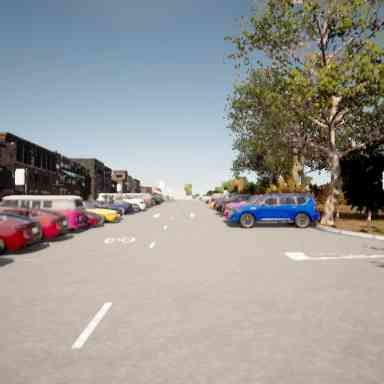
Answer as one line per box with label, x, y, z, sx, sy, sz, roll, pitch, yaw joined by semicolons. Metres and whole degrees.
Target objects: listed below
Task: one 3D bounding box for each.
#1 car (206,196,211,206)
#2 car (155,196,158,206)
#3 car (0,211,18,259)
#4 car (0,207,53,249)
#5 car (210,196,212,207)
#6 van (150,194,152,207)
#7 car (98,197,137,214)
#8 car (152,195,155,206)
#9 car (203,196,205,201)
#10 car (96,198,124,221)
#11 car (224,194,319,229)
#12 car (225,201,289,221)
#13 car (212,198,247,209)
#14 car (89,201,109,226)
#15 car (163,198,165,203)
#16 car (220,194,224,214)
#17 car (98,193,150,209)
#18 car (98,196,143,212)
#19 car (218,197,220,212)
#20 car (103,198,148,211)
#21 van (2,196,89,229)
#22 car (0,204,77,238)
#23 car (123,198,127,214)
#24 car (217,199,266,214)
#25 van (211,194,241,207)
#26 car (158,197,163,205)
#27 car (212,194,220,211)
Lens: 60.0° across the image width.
car;4.900;1.478;43.041;5.366;1.575;1.946;0;0;0
car;-8.022;1.384;51.354;4.553;1.767;2.185;0;0;0
car;-8.000;1.426;9.306;5.008;1.535;2.097;0;0;0
car;-8.024;1.456;12.110;4.792;1.488;2.163;0;0;0
car;5.079;1.472;40.255;5.008;1.535;2.097;0;0;0
van;-7.878;1.254;42.944;4.442;1.987;1.878;0;0;0
car;-8.024;1.472;31.731;4.792;1.488;2.163;0;0;0
car;-7.999;1.491;45.745;4.892;1.521;2.231;0;0;0
car;5.111;1.577;62.534;5.008;1.535;2.097;0;-1;0
car;-7.809;1.427;23.323;5.366;1.575;1.946;0;0;0
car;5.057;1.179;20.885;5.566;2.045;2.435;0;0;0
car;5.082;1.474;26.454;4.674;1.452;2.002;0;0;0
car;5.084;1.531;45.826;4.674;1.452;2.002;0;0;0
car;-7.965;1.459;20.520;4.792;1.488;2.163;0;0;0
car;-7.945;1.326;62.566;5.566;2.045;2.435;0;0;0
car;5.056;1.180;23.547;5.566;2.045;2.435;0;0;0
car;-7.966;1.209;37.336;5.566;2.045;2.435;0;0;0
car;-7.999;1.452;34.528;4.892;1.521;2.231;0;0;0
car;5.080;1.439;29.115;5.008;1.535;2.097;0;0;0
car;-8.000;1.470;40.139;5.008;1.535;2.097;0;0;0
van;-8.111;1.202;17.716;4.442;1.987;1.878;0;0;0
car;-8.024;1.457;14.913;4.792;1.488;2.163;0;0;0
car;-8.000;1.432;26.123;5.008;1.535;2.097;0;0;0
car;5.114;1.482;34.685;4.792;1.488;2.163;0;0;0
van;5.206;1.285;51.399;4.442;1.987;1.878;0;0;0
car;-7.959;1.272;54.156;5.566;2.045;2.435;0;0;0
car;5.057;1.193;31.902;5.566;2.045;2.435;0;0;0
